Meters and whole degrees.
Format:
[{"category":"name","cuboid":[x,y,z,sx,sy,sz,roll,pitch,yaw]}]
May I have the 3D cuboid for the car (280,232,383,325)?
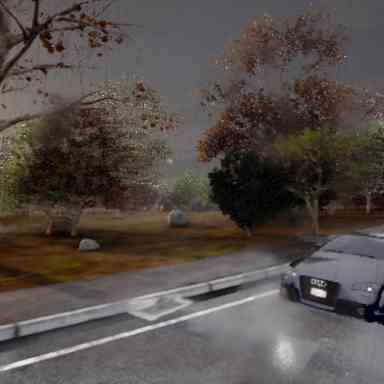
[{"category":"car","cuboid":[3.759,1.585,7.114,4.181,1.385,1.994,0,0,-39]}]
